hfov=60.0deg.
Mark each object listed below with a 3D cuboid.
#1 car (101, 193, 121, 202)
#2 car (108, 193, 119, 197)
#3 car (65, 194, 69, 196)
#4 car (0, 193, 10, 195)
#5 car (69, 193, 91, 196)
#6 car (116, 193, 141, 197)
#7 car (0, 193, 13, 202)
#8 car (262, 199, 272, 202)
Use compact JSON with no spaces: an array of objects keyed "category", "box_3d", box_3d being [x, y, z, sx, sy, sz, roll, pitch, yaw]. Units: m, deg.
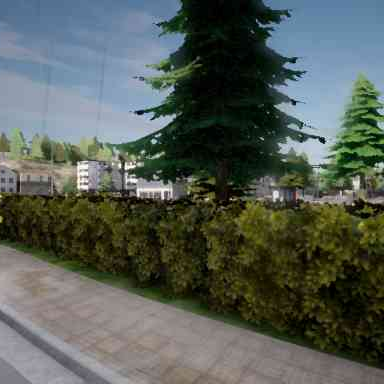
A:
[{"category":"car","box_3d":[-17.566,1.077,72.159,3.866,1.878,1.905,0,0,-45]},{"category":"car","box_3d":[-15.238,1.097,70.372,4.605,1.855,1.932,0,0,-45]},{"category":"car","box_3d":[-31.240,1.232,85.657,3.806,1.475,1.970,0,0,-45]},{"category":"car","box_3d":[-23.156,1.330,40.980,5.027,1.636,2.152,0,0,-45]},{"category":"car","box_3d":[-26.519,1.153,81.299,5.027,1.636,2.152,0,0,-45]},{"category":"car","box_3d":[-9.719,1.384,53.936,3.806,1.475,1.970,0,0,-45]},{"category":"car","box_3d":[-41.134,1.097,71.377,4.605,1.855,1.932,0,0,-45]},{"category":"car","box_3d":[9.874,1.478,44.379,5.008,1.535,1.882,0,0,-45]}]
